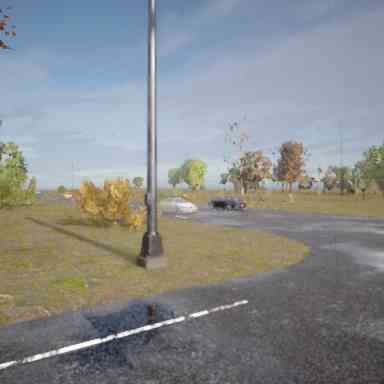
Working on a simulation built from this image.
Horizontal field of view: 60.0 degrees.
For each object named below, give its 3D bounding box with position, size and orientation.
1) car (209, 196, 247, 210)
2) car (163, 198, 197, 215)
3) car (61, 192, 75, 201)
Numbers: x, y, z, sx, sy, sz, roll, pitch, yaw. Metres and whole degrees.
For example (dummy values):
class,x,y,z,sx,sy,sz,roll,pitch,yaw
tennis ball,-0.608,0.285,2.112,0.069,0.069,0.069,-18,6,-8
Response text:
class,x,y,z,sx,sy,sz,roll,pitch,yaw
car,3.781,1.144,36.129,2.128,1.511,4.902,-1,1,-35
car,-1.390,1.272,31.314,1.812,1.442,4.674,-1,1,-35
car,-23.155,0.779,62.204,1.882,1.535,5.008,-1,2,-34
